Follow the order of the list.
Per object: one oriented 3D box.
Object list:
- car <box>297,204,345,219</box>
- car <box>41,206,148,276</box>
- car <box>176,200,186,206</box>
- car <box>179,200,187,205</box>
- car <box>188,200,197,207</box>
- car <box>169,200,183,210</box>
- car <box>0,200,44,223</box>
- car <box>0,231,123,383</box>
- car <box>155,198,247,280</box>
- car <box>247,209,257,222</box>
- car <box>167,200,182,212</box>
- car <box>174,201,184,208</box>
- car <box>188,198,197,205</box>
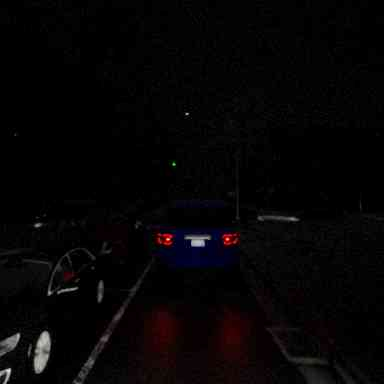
[{"bbox_3d":[12.072,1.816,31.221,4.181,1.385,1.994,0,-1,0],"label":"car"},{"bbox_3d":[-2.629,1.430,10.869,2.192,1.841,5.009,0,-1,0],"label":"car"},{"bbox_3d":[-2.567,2.590,77.452,2.008,1.369,4.403,0,-1,0],"label":"car"},{"bbox_3d":[-2.551,2.876,94.515,1.887,1.381,4.507,0,-1,0],"label":"car"},{"bbox_3d":[0.071,2.438,73.117,1.882,1.535,5.008,0,-1,0],"label":"car"},{"bbox_3d":[-2.588,2.123,54.701,1.967,1.590,4.097,0,-1,0],"label":"car"},{"bbox_3d":[-15.265,1.674,28.267,5.566,2.045,2.150,-1,-1,0],"label":"car"},{"bbox_3d":[-2.634,1.607,5.403,2.008,1.369,4.403,0,-1,0],"label":"car"},{"bbox_3d":[0.115,1.329,10.439,2.150,2.045,5.566,0,-1,0],"label":"car"},{"bbox_3d":[3.313,1.778,27.239,4.902,1.511,2.128,0,-2,-42],"label":"car"},{"bbox_3d":[-2.594,2.040,49.014,1.967,1.590,4.097,0,-1,0],"label":"car"},{"bbox_3d":[-2.578,2.438,66.076,1.802,1.307,4.206,0,-1,0],"label":"car"},{"bbox_3d":[0.081,2.329,83.510,2.097,1.767,4.553,0,-1,0],"label":"car"}]
